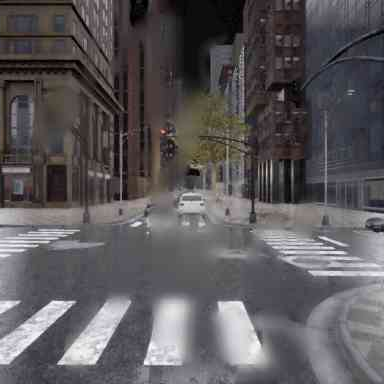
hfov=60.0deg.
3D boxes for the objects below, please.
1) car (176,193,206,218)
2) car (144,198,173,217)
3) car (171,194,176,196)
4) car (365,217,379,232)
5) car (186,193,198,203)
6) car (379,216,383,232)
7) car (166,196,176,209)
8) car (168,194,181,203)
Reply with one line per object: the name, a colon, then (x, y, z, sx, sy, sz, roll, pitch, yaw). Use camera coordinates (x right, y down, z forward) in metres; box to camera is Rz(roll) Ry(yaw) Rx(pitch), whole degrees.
car: (0.013, 1.155, 29.031, 2.150, 2.045, 5.566, 0, 0, 0)
car: (-3.134, 1.490, 30.286, 1.994, 1.385, 4.181, 0, 0, 0)
car: (-3.153, 1.393, 49.415, 1.895, 1.301, 4.718, 0, 0, 0)
car: (11.907, 1.632, 18.342, 4.403, 1.369, 2.008, 0, 0, 0)
car: (0.021, 1.042, 60.897, 2.097, 1.767, 4.553, 0, 0, 0)
car: (11.791, 1.606, 15.673, 4.674, 1.442, 1.812, 0, 0, 0)
car: (-3.144, 1.470, 39.078, 1.895, 1.301, 4.718, 0, 0, 0)
car: (-3.119, 1.192, 59.811, 2.128, 1.511, 4.902, 0, 1, 1)
